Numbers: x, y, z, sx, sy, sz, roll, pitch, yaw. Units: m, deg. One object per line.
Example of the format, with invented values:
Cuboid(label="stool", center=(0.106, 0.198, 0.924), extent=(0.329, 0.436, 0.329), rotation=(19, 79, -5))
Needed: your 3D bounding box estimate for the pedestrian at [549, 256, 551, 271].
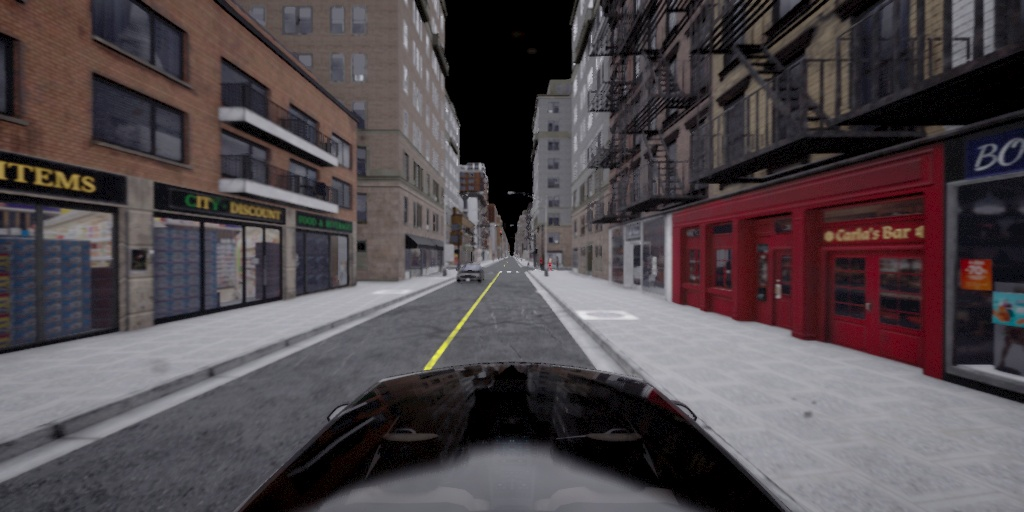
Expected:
Cuboid(label="pedestrian", center=(4.632, 0.919, 43.676), extent=(0.375, 1.860, 0.375), rotation=(0, 0, 0))

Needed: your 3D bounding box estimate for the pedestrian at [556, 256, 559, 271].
Cuboid(label="pedestrian", center=(5.632, 0.942, 44.276), extent=(0.375, 1.860, 0.375), rotation=(0, 0, 0))

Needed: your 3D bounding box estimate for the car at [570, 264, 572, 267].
Cuboid(label="car", center=(11.649, 1.451, 58.471), extent=(4.207, 1.307, 1.802), rotation=(0, 0, 0))

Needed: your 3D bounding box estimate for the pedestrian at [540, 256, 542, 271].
Cuboid(label="pedestrian", center=(3.632, 0.909, 44.876), extent=(0.375, 1.860, 0.375), rotation=(0, 0, 0))

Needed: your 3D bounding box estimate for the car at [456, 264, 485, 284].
Cuboid(label="car", center=(-3.097, 1.317, 27.886), extent=(2.033, 1.411, 5.357), rotation=(0, 0, 0))
